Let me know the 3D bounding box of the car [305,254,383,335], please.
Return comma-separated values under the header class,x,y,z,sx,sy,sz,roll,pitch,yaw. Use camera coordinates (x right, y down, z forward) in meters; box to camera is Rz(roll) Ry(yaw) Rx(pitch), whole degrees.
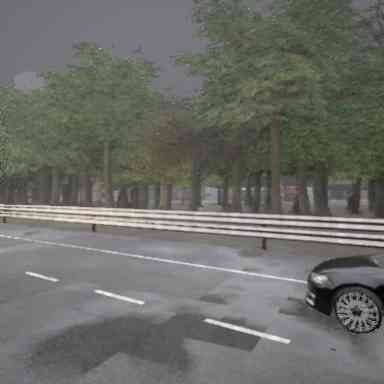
class,x,y,z,sx,sy,sz,roll,pitch,yaw
car,4.311,1.492,5.093,4.902,1.511,2.128,0,0,35
